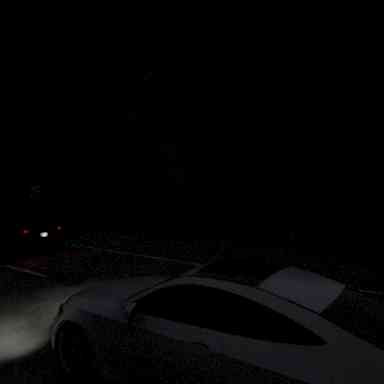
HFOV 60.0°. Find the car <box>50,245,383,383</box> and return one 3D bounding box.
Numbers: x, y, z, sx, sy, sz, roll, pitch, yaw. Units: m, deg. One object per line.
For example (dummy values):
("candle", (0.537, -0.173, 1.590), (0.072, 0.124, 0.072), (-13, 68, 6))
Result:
("car", (0.359, 1.520, 3.736), (4.674, 1.442, 1.812), (0, 0, 36))

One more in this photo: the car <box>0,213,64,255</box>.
("car", (-7.018, 1.519, 13.298), (4.181, 1.385, 1.994), (0, 0, 36))
